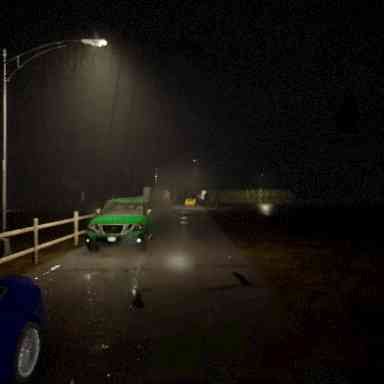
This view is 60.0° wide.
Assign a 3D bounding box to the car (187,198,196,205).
[{"bbox_3d":[-0.090,2.013,72.447,1.994,1.385,4.181,0,-1,0],"label":"car"}]

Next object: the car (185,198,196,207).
[{"bbox_3d":[-0.231,1.971,62.047,1.882,1.535,5.008,0,-1,2],"label":"car"}]

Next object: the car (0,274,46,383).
[{"bbox_3d":[-2.850,1.535,2.714,1.812,1.442,4.674,0,0,0],"label":"car"}]

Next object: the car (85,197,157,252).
[{"bbox_3d":[-2.813,1.274,14.475,2.150,2.045,5.566,0,1,0],"label":"car"}]
